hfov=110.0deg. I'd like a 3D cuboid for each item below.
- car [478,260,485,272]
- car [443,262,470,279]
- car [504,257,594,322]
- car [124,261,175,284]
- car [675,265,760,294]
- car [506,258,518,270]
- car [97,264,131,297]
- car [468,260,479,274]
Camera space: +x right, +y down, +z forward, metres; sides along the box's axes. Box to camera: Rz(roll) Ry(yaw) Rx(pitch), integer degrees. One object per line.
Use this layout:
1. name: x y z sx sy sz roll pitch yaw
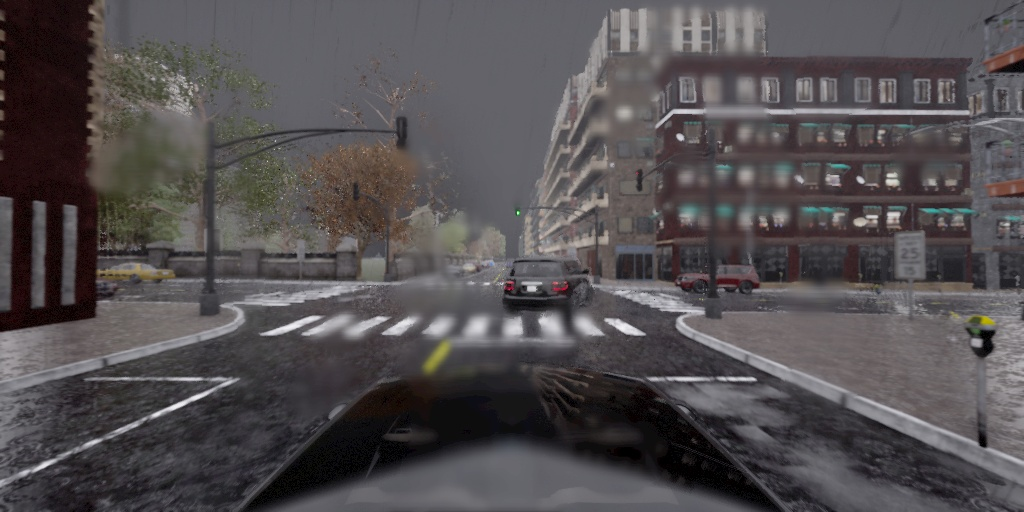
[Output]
1. car: -5.699 1.446 52.773 2.192 1.841 5.009 0 0 0
2. car: -5.696 1.564 35.883 1.948 1.339 4.313 0 0 0
3. car: 1.484 1.054 12.991 2.150 2.045 5.566 -1 0 19
4. car: -24.747 1.028 23.177 4.829 1.417 1.751 0 0 -1
5. car: 13.446 1.504 23.544 5.009 1.841 2.192 0 0 -1
6. car: -0.011 1.449 64.221 2.150 2.045 5.566 0 0 0
7. car: -18.964 1.096 14.853 4.207 1.307 1.802 0 0 -1
8. car: -5.697 1.611 46.974 1.751 1.417 4.829 0 0 0
